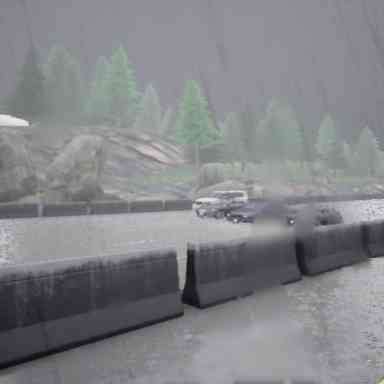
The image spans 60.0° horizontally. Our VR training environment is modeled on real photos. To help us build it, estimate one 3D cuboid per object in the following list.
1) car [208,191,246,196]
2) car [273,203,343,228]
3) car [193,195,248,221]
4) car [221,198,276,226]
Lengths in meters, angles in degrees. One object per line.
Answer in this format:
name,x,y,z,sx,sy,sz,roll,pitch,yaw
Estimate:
car,2.672,0.901,29.272,5.566,2.045,2.150,0,1,-40
car,6.955,1.416,19.199,4.181,1.385,1.994,0,1,-40
car,2.547,1.234,24.635,4.902,1.511,2.128,0,1,-40
car,4.677,1.345,21.857,5.357,1.411,2.033,0,1,-40
